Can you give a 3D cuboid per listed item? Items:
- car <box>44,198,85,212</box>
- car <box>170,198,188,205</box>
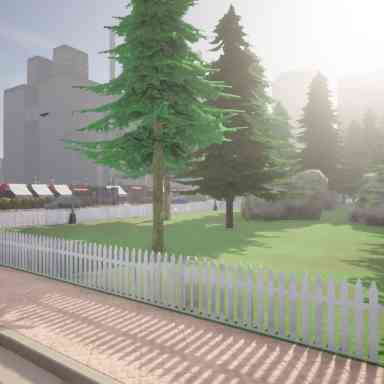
[{"bbox_3d":[-15.191,1.491,39.662,2.128,1.511,4.902,0,0,34],"label":"car"},{"bbox_3d":[-2.639,1.478,58.104,1.882,1.535,5.008,0,0,34],"label":"car"}]
